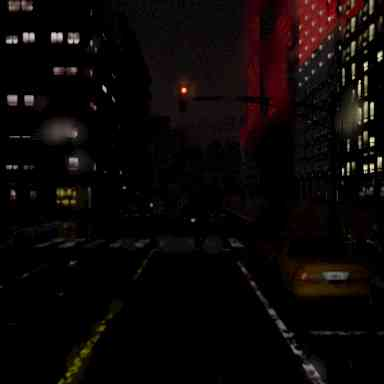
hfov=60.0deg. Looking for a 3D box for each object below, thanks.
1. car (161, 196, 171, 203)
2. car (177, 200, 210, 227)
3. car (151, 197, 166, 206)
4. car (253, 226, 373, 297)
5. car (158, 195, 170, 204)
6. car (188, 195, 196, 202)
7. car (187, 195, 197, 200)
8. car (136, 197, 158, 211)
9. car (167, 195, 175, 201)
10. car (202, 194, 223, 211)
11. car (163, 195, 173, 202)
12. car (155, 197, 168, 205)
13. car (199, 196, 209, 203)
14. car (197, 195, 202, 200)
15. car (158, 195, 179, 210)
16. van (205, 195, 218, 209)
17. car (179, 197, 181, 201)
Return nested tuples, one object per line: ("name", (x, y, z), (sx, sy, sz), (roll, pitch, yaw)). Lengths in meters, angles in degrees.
("car", (-5.724, 1.673, 73.915), (1.802, 1.307, 4.206), (0, 0, 0))
("car", (0.075, 1.560, 22.993), (1.812, 1.442, 4.674), (0, 0, 0))
("car", (-5.717, 1.607, 57.335), (2.008, 1.369, 4.403), (0, 0, 0))
("car", (2.682, 1.529, 8.516), (1.752, 1.417, 4.829), (0, 0, 0))
("car", (-5.723, 1.519, 68.388), (1.967, 1.590, 4.097), (0, 0, 0))
("car", (-0.033, 1.495, 79.951), (1.882, 1.535, 5.008), (0, 0, 0))
("car", (-0.029, 1.585, 69.533), (1.837, 1.490, 4.892), (0, 0, 0))
("car", (-5.710, 1.581, 40.755), (2.008, 1.369, 4.403), (0, 0, 0))
("car", (-5.731, 1.654, 90.325), (1.752, 1.417, 4.829), (0, 0, 0))
("car", (2.668, 1.345, 40.759), (2.192, 1.841, 5.009), (0, 0, 0))
("car", (-5.727, 1.543, 79.441), (1.967, 1.590, 4.097), (0, 0, 0))
("car", (-5.720, 1.612, 62.860), (1.887, 1.381, 4.507), (0, 0, 0))
("car", (2.656, 1.635, 73.918), (1.887, 1.381, 4.507), (0, 0, 0))
("car", (2.659, 1.382, 62.864), (2.192, 1.841, 5.009), (0, 0, 0))
("car", (-3.114, 1.561, 44.635), (1.812, 1.442, 4.674), (0, 0, 0))
("van", (2.666, 1.379, 46.285), (1.690, 1.788, 3.998), (0, 0, 0))
("car", (-3.080, 1.543, 62.133), (1.882, 1.535, 5.008), (0, 0, 0))
